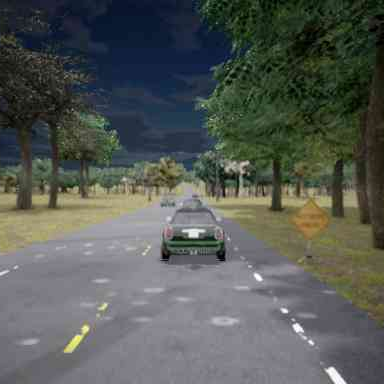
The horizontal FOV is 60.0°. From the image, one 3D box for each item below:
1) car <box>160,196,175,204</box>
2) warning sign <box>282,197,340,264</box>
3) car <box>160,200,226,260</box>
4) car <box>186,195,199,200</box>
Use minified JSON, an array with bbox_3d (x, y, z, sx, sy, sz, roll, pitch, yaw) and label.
[{"bbox_3d":[-3.578,1.340,50.413,2.097,1.767,4.553,0,0,0],"label":"car"},{"bbox_3d":[3.579,1.126,10.116,1.300,1.860,1.060,2,2,0],"label":"warning sign"},{"bbox_3d":[0.065,1.363,12.555,2.097,1.767,4.553,0,0,0],"label":"car"},{"bbox_3d":[0.065,1.370,27.670,2.097,1.767,4.553,0,0,0],"label":"car"}]
